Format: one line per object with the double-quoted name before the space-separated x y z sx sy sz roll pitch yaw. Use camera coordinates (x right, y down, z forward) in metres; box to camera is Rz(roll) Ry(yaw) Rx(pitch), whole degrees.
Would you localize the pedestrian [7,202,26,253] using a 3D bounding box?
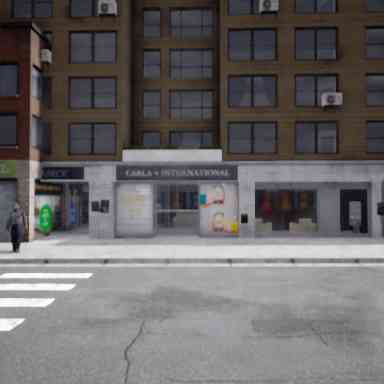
"pedestrian" -6.416 1.277 12.095 0.375 1.860 0.375 0 0 2
